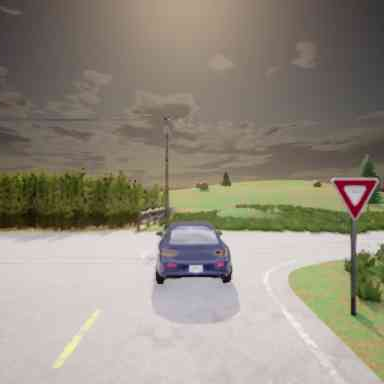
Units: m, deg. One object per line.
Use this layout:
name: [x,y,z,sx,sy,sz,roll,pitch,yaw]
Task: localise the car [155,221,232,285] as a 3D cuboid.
car: [-0.050,1.555,9.404,1.812,1.442,4.674,0,-2,-3]
